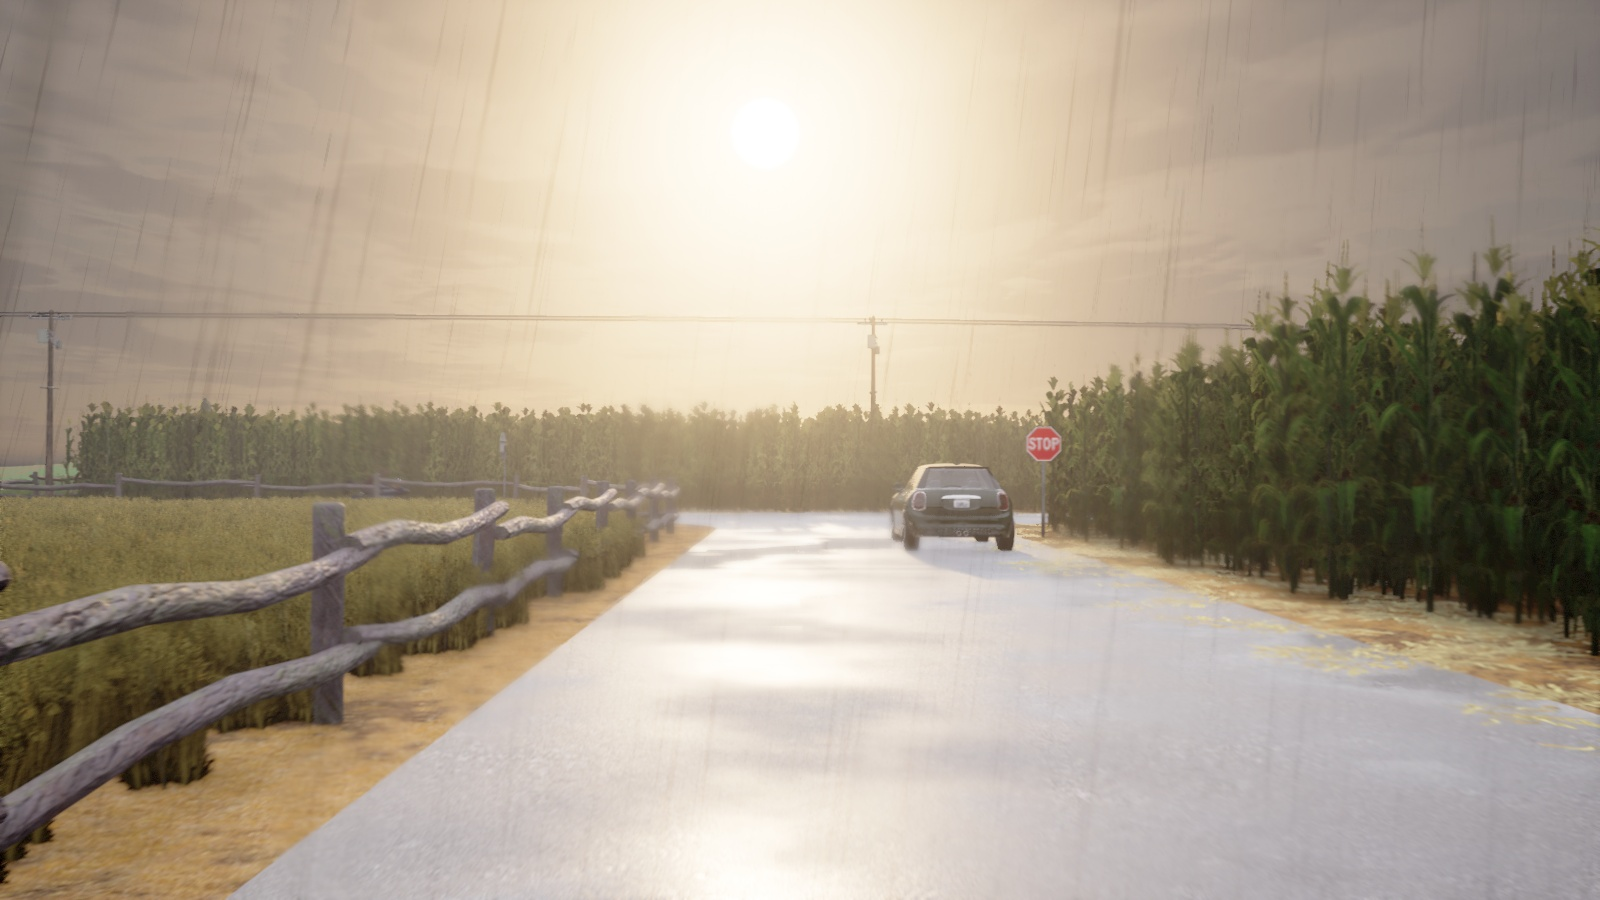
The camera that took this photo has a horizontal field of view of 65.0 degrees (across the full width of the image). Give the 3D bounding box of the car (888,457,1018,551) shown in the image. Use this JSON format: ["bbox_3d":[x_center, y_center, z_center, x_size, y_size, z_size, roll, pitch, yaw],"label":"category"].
[{"bbox_3d":[3.038,1.048,25.854,2.097,1.767,4.553,0,-1,0],"label":"car"}]

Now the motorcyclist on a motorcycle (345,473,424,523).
[{"bbox_3d":[-13.034,1.494,39.436,2.191,1.530,0.866,0,-1,0],"label":"motorcyclist on a motorcycle"}]
